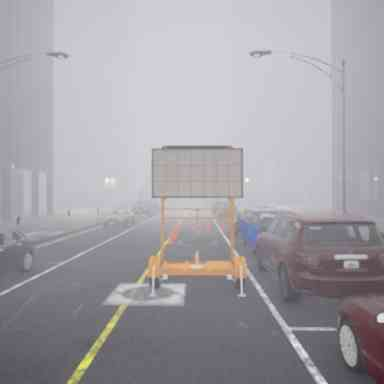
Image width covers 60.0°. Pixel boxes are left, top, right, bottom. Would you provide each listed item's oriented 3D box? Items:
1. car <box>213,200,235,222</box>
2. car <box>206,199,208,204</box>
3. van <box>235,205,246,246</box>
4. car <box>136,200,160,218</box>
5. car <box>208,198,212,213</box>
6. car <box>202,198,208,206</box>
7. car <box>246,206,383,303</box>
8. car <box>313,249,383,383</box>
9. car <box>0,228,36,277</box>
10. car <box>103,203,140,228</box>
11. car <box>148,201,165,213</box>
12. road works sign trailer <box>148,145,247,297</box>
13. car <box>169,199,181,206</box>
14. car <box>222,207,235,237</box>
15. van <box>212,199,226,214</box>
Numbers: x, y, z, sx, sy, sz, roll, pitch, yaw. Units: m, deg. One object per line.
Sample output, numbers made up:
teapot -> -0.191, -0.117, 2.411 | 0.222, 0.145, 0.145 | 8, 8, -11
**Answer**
car -> 3.273, 1.799, 30.451 | 1.967, 1.590, 4.097 | 0, -1, 1
car -> 3.644, 2.169, 52.547 | 1.887, 1.381, 4.507 | 0, -1, 1
van -> 2.995, 1.504, 13.879 | 1.690, 1.788, 3.998 | 0, -1, 1
car -> -5.165, 1.749, 36.134 | 2.192, 1.841, 5.009 | 0, -1, 1
car -> 3.458, 1.805, 41.501 | 2.192, 1.841, 5.009 | 0, -1, 1
car -> 4.101, 2.279, 79.584 | 2.192, 1.841, 5.009 | 0, -1, 1
car -> 2.902, 1.412, 8.355 | 2.192, 1.841, 5.009 | 0, -1, 1
car -> 2.811, 1.577, 2.828 | 1.887, 1.381, 4.507 | 0, -1, 1
car -> -5.637, 1.658, 8.513 | 2.008, 1.369, 4.403 | 0, -1, 1
car -> -5.356, 1.827, 24.915 | 1.752, 1.417, 4.829 | 0, -1, 1
car -> -4.977, 2.090, 47.009 | 1.752, 1.417, 4.829 | 0, -1, 1
road works sign trailer -> 0.141, 0.570, 8.879 | 2.380, 3.560, 2.880 | 0, -1, 1
car -> -4.422, 2.289, 79.738 | 2.192, 1.841, 5.009 | 0, -1, 1
car -> 3.089, 1.779, 19.401 | 2.008, 1.369, 4.403 | 0, -1, 1
van -> 3.366, 1.765, 35.976 | 1.690, 1.788, 3.998 | 0, -1, 1
